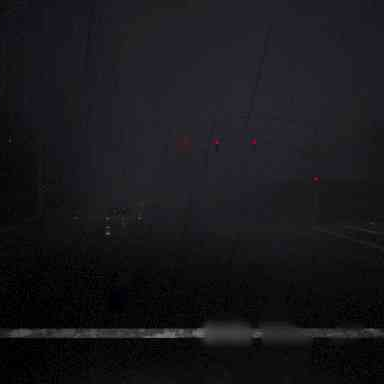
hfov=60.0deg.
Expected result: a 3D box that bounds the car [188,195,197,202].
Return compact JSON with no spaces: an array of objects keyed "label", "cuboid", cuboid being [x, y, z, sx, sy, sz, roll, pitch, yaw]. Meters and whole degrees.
[{"label":"car","cuboid":[0.057,1.413,73.933,1.994,1.385,4.181,0,0,0]}]

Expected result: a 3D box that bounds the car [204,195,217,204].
[{"label":"car","cuboid":[3.549,1.352,63.791,2.097,1.767,4.553,0,0,0]}]

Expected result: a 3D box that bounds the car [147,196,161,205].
[{"label":"car","cuboid":[-7.015,1.492,62.140,2.128,1.511,4.902,0,0,0]}]

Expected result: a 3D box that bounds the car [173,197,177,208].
[{"label":"car","cuboid":[-3.559,1.564,45.614,1.994,1.385,4.181,0,0,0]}]

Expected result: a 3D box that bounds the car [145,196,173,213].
[{"label":"car","cuboid":[-3.560,1.352,37.045,2.097,1.767,4.553,0,0,0]}]

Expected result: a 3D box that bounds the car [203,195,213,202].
[{"label":"car","cuboid":[3.557,1.386,73.930,2.128,1.511,4.902,0,0,0]}]

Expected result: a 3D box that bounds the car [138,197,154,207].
[{"label":"car","cuboid":[-7.051,1.505,51.731,1.837,1.490,4.892,0,0,0]}]

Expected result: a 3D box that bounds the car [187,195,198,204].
[{"label":"car","cuboid":[0.049,1.505,63.823,1.837,1.490,4.892,0,0,0]}]

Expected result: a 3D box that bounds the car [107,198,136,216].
[{"label":"car","cuboid":[-7.069,1.526,32.951,1.812,1.442,4.674,0,0,0]}]

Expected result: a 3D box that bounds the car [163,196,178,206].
[{"label":"car","cuboid":[-3.537,1.492,55.672,2.128,1.511,4.902,0,0,0]}]

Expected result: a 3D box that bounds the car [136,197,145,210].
[{"label":"car","cuboid":[-7.061,1.478,42.245,1.882,1.535,5.008,0,0,0]}]
